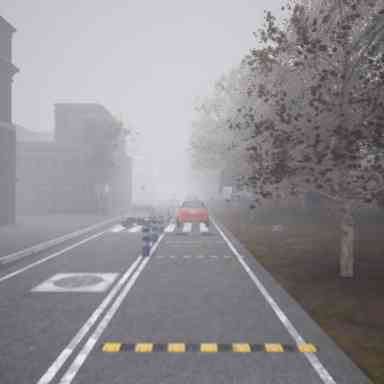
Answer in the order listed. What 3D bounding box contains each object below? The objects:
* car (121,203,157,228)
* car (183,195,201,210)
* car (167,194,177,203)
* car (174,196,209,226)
[{"bbox_3d":[-3.373,1.480,22.308,2.033,1.411,5.357,1,1,-1],"label":"car"},{"bbox_3d":[-0.027,1.250,41.937,2.097,1.767,4.553,0,0,0],"label":"car"},{"bbox_3d":[-3.588,1.145,62.985,2.097,1.767,4.553,0,0,0],"label":"car"},{"bbox_3d":[0.059,1.317,23.023,2.097,1.767,4.553,0,0,0],"label":"car"}]
